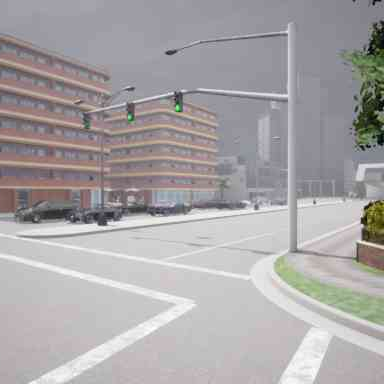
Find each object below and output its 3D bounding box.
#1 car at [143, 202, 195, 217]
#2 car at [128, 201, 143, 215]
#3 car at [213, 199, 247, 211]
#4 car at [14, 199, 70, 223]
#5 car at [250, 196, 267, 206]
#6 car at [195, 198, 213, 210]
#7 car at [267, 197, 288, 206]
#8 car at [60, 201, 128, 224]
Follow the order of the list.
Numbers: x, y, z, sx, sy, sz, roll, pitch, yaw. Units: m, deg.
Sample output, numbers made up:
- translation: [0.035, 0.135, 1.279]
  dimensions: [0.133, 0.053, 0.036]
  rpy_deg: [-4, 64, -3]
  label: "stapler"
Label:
- translation: [-2.091, 1.601, 32.005]
  dimensions: [1.895, 1.301, 4.718]
  rpy_deg: [0, 0, 36]
  label: "car"
- translation: [-5.838, 1.601, 32.813]
  dimensions: [1.895, 1.301, 4.718]
  rpy_deg: [0, 0, 36]
  label: "car"
- translation: [4.977, 1.601, 41.701]
  dimensions: [1.895, 1.301, 4.718]
  rpy_deg: [0, 0, 36]
  label: "car"
- translation: [-11.107, 1.352, 25.582]
  dimensions: [2.097, 1.767, 4.553]
  rpy_deg: [0, 0, 36]
  label: "car"
- translation: [11.596, 1.443, 56.566]
  dimensions: [1.812, 1.442, 4.674]
  rpy_deg: [0, 0, 36]
  label: "car"
- translation: [1.682, 1.547, 43.127]
  dimensions: [2.033, 1.411, 5.357]
  rpy_deg: [0, 0, 36]
  label: "car"
- translation: [14.421, 1.541, 54.500]
  dimensions: [1.812, 1.442, 4.674]
  rpy_deg: [0, 0, 36]
  label: "car"
- translation: [-7.249, 1.564, 24.926]
  dimensions: [1.994, 1.385, 4.181]
  rpy_deg: [0, 0, 36]
  label: "car"
